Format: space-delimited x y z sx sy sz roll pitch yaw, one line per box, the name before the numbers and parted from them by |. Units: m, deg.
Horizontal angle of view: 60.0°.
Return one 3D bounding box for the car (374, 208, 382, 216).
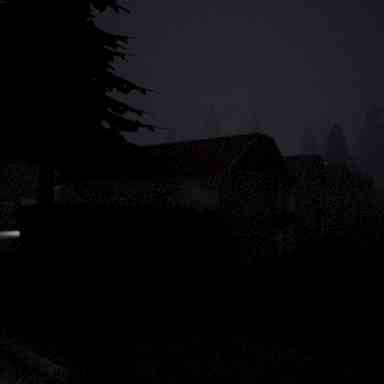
car | 21.754 2.293 42.150 4.181 1.385 1.994 0 -1 28
